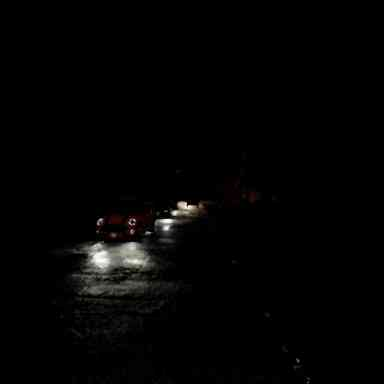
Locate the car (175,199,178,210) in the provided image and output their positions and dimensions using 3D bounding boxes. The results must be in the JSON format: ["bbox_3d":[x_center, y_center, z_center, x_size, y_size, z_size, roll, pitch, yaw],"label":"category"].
[{"bbox_3d":[-2.853,1.593,44.019,1.882,1.535,5.008,0,0,0],"label":"car"}]

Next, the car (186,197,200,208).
[{"bbox_3d":[0.084,1.643,52.259,1.837,1.490,4.892,0,0,0],"label":"car"}]

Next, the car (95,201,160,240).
[{"bbox_3d":[-3.339,1.395,17.413,2.097,1.767,4.553,0,0,6],"label":"car"}]

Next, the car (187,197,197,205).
[{"bbox_3d":[0.034,1.739,64.853,1.994,1.385,4.181,0,0,0],"label":"car"}]

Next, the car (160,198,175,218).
[{"bbox_3d":[-2.857,1.586,30.711,1.837,1.490,4.892,0,0,0],"label":"car"}]
